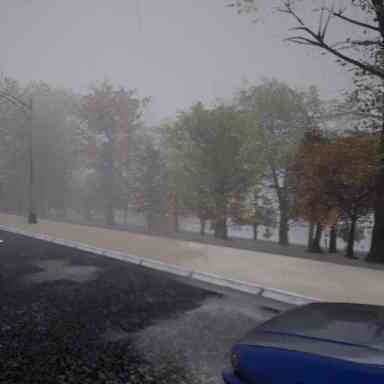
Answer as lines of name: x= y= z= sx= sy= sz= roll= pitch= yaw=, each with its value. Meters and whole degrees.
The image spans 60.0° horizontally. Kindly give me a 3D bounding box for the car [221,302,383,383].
car: x=2.742 y=1.482 z=1.999 sx=5.357 sy=1.411 sz=2.033 roll=0 pitch=1 yaw=44
